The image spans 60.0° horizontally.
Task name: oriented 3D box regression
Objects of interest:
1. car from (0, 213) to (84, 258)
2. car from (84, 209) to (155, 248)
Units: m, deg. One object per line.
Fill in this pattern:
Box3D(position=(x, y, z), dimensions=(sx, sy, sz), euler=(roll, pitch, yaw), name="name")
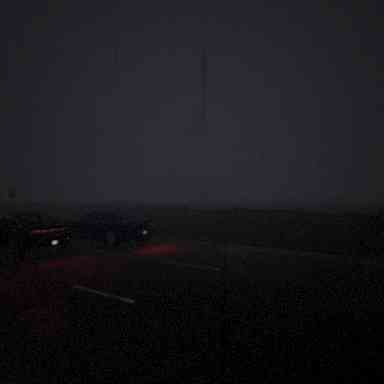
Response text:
Box3D(position=(-6.749, 1.561, 13.036), dimensions=(4.902, 1.511, 2.128), euler=(0, 0, 36), name="car")
Box3D(position=(-3.965, 1.542, 15.338), dimensions=(5.008, 1.535, 1.882), euler=(0, 0, 36), name="car")
